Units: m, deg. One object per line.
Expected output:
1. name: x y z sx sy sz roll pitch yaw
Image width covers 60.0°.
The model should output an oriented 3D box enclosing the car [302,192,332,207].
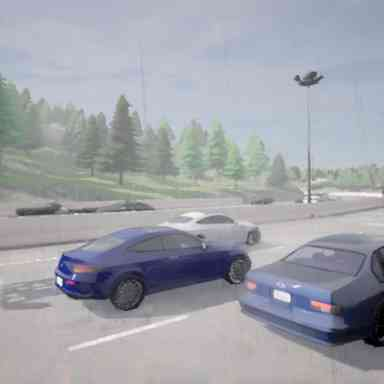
1. car: 18.538 0.990 49.144 2.150 2.045 5.566 0 1 43

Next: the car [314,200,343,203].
1. car: 18.498 1.381 44.186 1.895 1.301 4.718 0 0 43

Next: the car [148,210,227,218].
1. car: 0.712 1.494 13.190 4.674 1.442 1.812 0 0 -38

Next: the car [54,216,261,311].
1. car: -0.672 1.515 7.718 4.674 1.442 1.812 0 0 -36

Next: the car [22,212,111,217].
1. car: -7.657 1.612 20.166 4.718 1.301 1.895 0 0 -37

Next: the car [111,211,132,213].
1. car: -5.257 1.487 26.559 4.892 1.490 1.837 0 0 -39

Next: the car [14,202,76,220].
1. car: -12.910 1.628 29.379 4.718 1.301 1.895 -1 0 -38

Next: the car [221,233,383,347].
1. car: 3.271 1.513 6.283 5.357 1.411 2.033 0 0 -38
